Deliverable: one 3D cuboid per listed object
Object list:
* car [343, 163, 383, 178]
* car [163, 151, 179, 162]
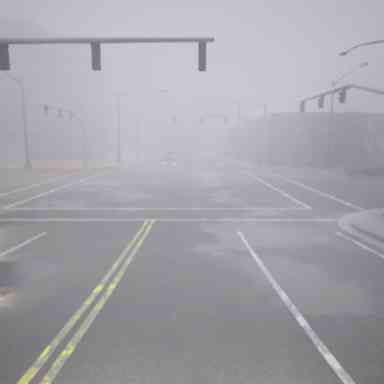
[{"bbox_3d":[17.057,-2.063,31.655,4.718,1.301,1.895,0,9,0],"label":"car"},{"bbox_3d":[-3.669,-5.905,55.072,2.097,1.767,4.553,0,9,0],"label":"car"}]
